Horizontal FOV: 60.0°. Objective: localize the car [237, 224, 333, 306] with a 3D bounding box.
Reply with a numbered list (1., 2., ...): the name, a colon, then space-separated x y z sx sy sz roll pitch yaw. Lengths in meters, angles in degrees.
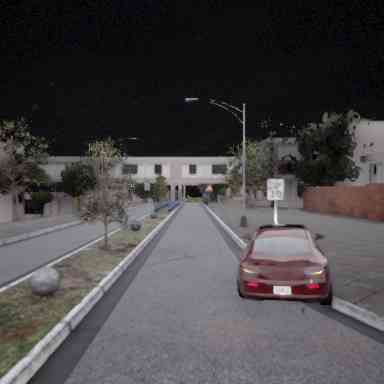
1. car: 2.207 1.494 8.072 1.812 1.442 4.674 -2 1 16
